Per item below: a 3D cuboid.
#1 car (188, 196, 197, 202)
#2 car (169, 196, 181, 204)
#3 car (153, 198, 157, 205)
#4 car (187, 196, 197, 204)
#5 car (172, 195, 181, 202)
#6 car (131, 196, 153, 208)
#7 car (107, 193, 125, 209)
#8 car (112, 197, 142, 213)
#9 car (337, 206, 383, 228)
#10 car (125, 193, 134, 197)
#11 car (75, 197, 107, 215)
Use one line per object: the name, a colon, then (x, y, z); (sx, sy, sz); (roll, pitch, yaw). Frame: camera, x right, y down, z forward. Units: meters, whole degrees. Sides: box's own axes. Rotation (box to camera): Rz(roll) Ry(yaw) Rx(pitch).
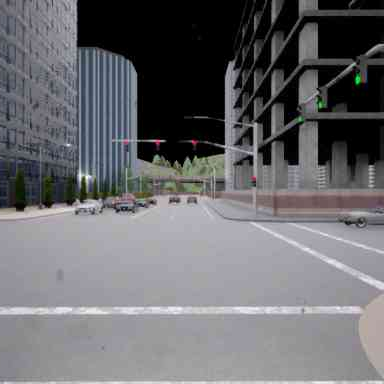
car: (0.027, 1.579, 73.673); (1.895, 1.301, 4.718); (0, 0, 0)
car: (-3.476, 1.505, 64.570); (1.837, 1.490, 4.892); (0, 0, 0)
car: (-7.062, 1.601, 56.709); (1.895, 1.301, 4.718); (0, 0, 0)
car: (0.024, 1.492, 64.567); (2.128, 1.511, 4.902); (0, 0, 0)
car: (-3.473, 1.508, 73.644); (1.812, 1.442, 4.674); (0, 0, 0)
car: (-7.082, 1.564, 46.669); (1.994, 1.385, 4.181); (0, 0, 0)
car: (-10.583, 1.352, 43.376); (2.097, 1.767, 4.553); (0, 0, 0)
car: (-7.086, 1.564, 36.760); (1.994, 1.385, 4.181); (0, 0, 0)
car: (11.888, 1.545, 21.239); (4.718, 1.301, 1.895); (0, 0, 0)
car: (-10.576, 1.221, 53.792); (2.150, 2.045, 5.566); (0, 0, 0)
car: (-10.586, 1.526, 34.443); (1.812, 1.442, 4.674); (0, 0, 0)
